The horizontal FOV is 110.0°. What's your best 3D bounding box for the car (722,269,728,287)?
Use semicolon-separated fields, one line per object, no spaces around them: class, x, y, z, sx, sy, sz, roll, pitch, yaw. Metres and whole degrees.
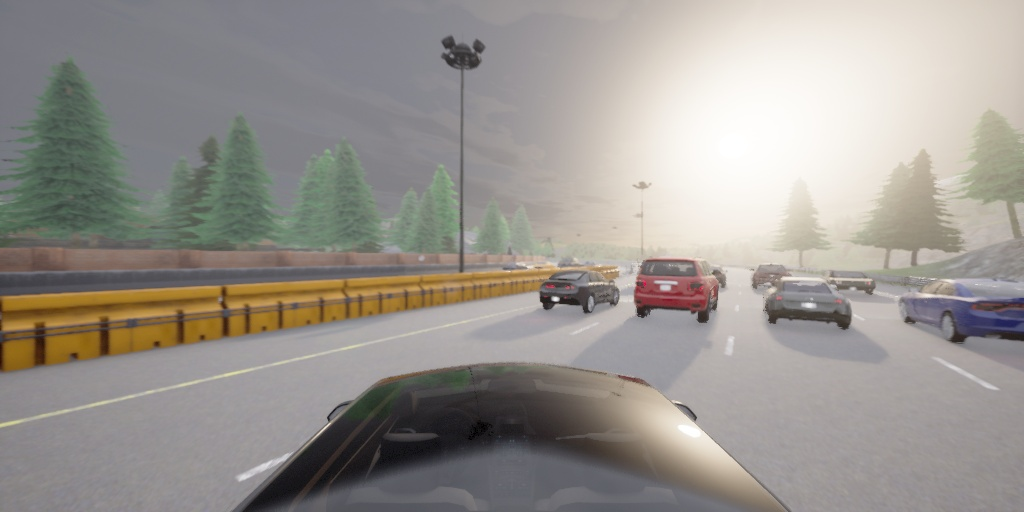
car;14.798;1.425;26.650;1.837;1.490;4.892;0;0;31

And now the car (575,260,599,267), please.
car;10.595;1.497;48.626;2.128;1.511;4.902;0;0;25

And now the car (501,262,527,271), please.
car;0.405;1.532;51.528;2.033;1.411;5.357;0;0;27

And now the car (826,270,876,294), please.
car;19.878;1.513;21.543;1.895;1.301;4.718;0;0;32

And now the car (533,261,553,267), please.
car;4.643;1.481;52.363;1.882;1.535;5.008;0;-1;25

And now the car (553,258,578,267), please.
car;8.196;1.237;51.689;2.150;2.045;5.566;0;-1;25

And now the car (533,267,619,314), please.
car;2.833;1.319;14.417;1.837;1.490;4.892;0;-2;34

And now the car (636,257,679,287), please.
car;11.336;1.135;27.674;2.150;2.045;5.566;0;0;32

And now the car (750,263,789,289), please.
car;17.536;1.269;24.429;2.097;1.767;4.553;0;0;32

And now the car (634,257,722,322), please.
car;6.075;1.047;12.975;2.150;2.045;5.566;0;0;34

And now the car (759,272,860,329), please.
car;9.541;1.393;11.871;1.994;1.385;4.181;0;-1;33

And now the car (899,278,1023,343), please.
car;12.036;1.306;9.298;1.882;1.535;5.008;0;-1;34
